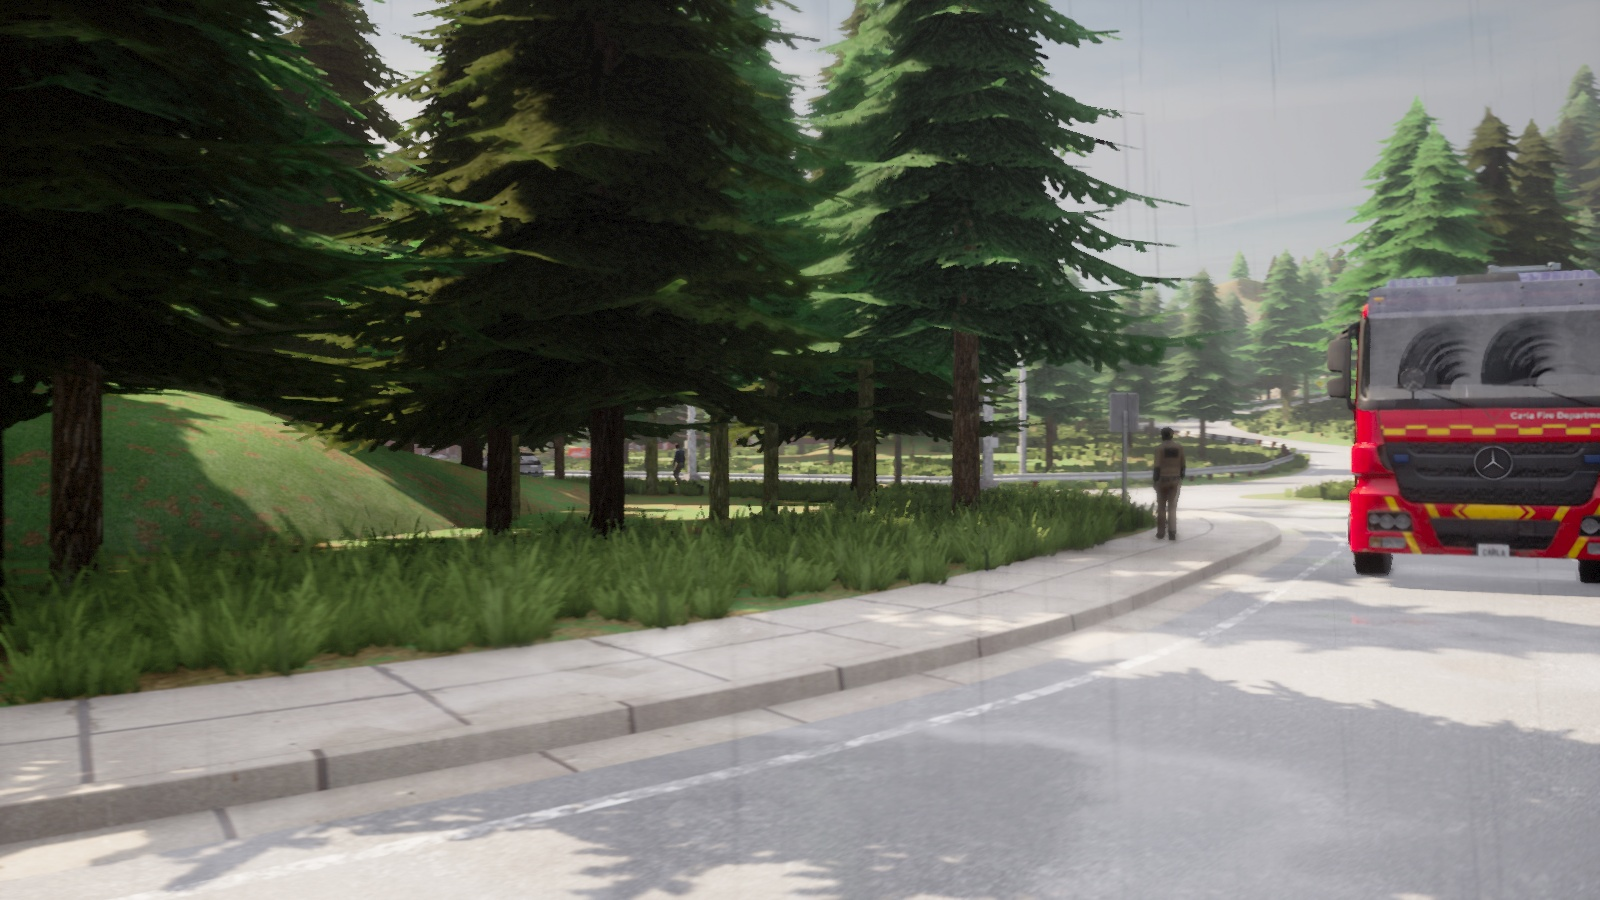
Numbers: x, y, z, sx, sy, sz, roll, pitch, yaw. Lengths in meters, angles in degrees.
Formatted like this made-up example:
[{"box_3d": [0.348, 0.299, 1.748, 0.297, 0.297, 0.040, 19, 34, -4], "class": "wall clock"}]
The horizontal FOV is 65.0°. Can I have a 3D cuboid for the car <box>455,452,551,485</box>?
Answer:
[{"box_3d": [-15.376, 0.961, 64.938, 4.856, 1.649, 2.033, 0, 0, 32], "class": "car"}]

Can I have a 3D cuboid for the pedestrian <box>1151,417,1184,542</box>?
[{"box_3d": [5.792, 0.463, 19.810, 0.396, 1.930, 0.692, 0, 0, 7], "class": "pedestrian"}]

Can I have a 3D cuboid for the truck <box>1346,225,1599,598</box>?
[{"box_3d": [9.130, -0.384, 17.114, 2.891, 3.827, 8.468, 0, 0, 25], "class": "truck"}]

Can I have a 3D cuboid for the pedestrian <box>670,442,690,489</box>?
[{"box_3d": [-4.711, 0.603, 49.272, 0.726, 1.835, 0.370, 0, 0, 35], "class": "pedestrian"}]
